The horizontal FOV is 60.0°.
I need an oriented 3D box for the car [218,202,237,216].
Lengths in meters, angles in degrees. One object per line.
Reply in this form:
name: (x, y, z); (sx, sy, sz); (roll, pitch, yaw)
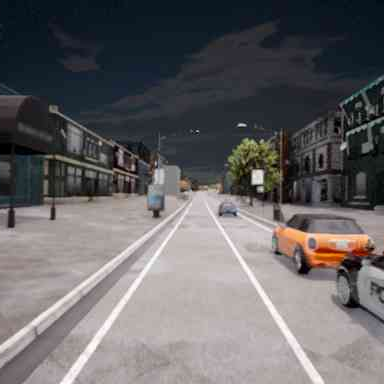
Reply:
car: (3.778, 1.786, 36.017); (2.033, 1.411, 5.357); (1, 0, 2)

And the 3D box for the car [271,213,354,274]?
car: (4.090, 1.474, 11.096); (2.097, 1.767, 4.553); (1, 0, 1)

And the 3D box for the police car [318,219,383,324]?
police car: (3.961, 1.514, 5.237); (1.930, 1.638, 5.238); (1, 0, 1)
